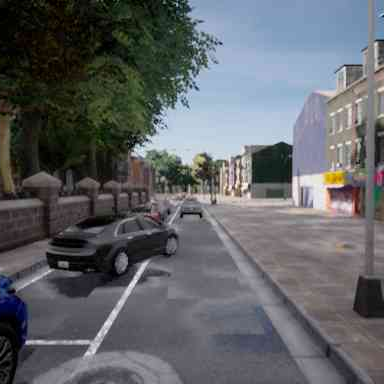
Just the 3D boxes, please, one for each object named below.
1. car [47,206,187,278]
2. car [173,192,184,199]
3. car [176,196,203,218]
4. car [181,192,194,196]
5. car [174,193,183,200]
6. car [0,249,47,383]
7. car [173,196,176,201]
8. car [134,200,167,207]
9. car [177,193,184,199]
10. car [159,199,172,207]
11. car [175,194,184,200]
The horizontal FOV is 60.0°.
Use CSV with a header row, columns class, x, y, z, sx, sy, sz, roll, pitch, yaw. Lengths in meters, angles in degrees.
class,x,y,z,sx,sy,sz,roll,pitch,yaw
car,-2.074,1.430,10.104,1.837,1.490,4.892,0,1,23
car,-2.966,1.047,68.802,1.967,1.590,4.097,-1,0,0
car,-0.056,1.352,28.161,2.033,1.411,5.357,0,0,0
car,-0.129,1.186,46.052,1.882,1.535,5.008,0,0,0
car,-2.991,1.025,74.236,1.967,1.590,4.097,-1,0,0
car,-2.987,1.215,1.540,2.150,2.045,5.566,0,0,0
car,-2.785,1.357,30.483,1.947,1.339,4.313,-1,0,0
car,-2.731,1.406,19.106,1.887,1.381,4.507,0,0,0
car,-3.066,1.071,90.541,1.887,1.381,4.507,-1,0,0
car,-2.758,1.376,24.795,2.008,1.369,4.403,0,0,0
car,-3.015,1.130,79.671,1.947,1.339,4.313,-1,0,0
